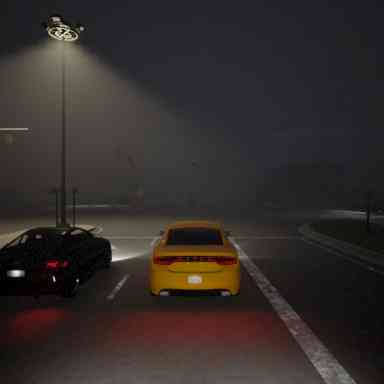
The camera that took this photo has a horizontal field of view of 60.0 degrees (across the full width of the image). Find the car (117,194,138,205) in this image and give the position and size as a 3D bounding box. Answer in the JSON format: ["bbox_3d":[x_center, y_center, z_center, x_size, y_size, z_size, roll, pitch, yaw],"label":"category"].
[{"bbox_3d":[-11.499,1.547,58.964,2.033,1.411,5.357,0,0,0],"label":"car"}]

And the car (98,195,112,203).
[{"bbox_3d":[-18.410,1.500,70.584,1.837,1.490,4.892,0,0,0],"label":"car"}]

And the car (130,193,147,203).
[{"bbox_3d":[-11.411,1.355,69.799,2.097,1.767,4.553,0,0,0],"label":"car"}]

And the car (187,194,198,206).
[{"bbox_3d":[0.072,1.526,56.447,1.812,1.442,4.674,0,0,0],"label":"car"}]

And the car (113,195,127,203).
[{"bbox_3d":[-14.911,1.500,69.449,1.837,1.490,4.892,0,0,0],"label":"car"}]

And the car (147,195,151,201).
[{"bbox_3d":[-11.393,1.500,84.090,1.837,1.490,4.892,0,0,0],"label":"car"}]

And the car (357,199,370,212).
[{"bbox_3d":[20.842,1.564,36.341,4.181,1.385,1.994,0,0,-1],"label":"car"}]

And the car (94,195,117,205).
[{"bbox_3d":[-15.003,1.564,57.764,1.994,1.385,4.181,0,0,0],"label":"car"}]

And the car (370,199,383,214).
[{"bbox_3d":[20.721,1.601,32.840,4.718,1.301,1.895,0,0,-1],"label":"car"}]

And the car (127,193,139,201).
[{"bbox_3d":[-14.892,1.224,84.512,2.150,2.045,5.566,0,0,0],"label":"car"}]

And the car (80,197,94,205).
[{"bbox_3d":[-18.484,1.601,59.747,1.895,1.301,4.718,0,0,0],"label":"car"}]

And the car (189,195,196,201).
[{"bbox_3d":[0.111,1.491,87.057,1.837,1.490,4.892,0,0,0],"label":"car"}]

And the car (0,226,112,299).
[{"bbox_3d":[-3.425,1.564,8.522,1.994,1.385,4.181,0,0,0],"label":"car"}]

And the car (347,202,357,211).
[{"bbox_3d":[21.028,1.526,39.843,4.674,1.442,1.812,0,0,-1],"label":"car"}]

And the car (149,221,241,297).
[{"bbox_3d":[0.076,1.478,8.651,1.882,1.535,5.008,0,0,0],"label":"car"}]

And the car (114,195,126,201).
[{"bbox_3d":[-18.391,1.498,85.075,1.837,1.490,4.892,0,0,0],"label":"car"}]

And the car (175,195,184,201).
[{"bbox_3d":[-3.388,1.517,87.478,1.812,1.442,4.674,0,0,0],"label":"car"}]

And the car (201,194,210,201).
[{"bbox_3d":[3.612,1.588,87.499,1.895,1.301,4.718,0,0,0],"label":"car"}]
